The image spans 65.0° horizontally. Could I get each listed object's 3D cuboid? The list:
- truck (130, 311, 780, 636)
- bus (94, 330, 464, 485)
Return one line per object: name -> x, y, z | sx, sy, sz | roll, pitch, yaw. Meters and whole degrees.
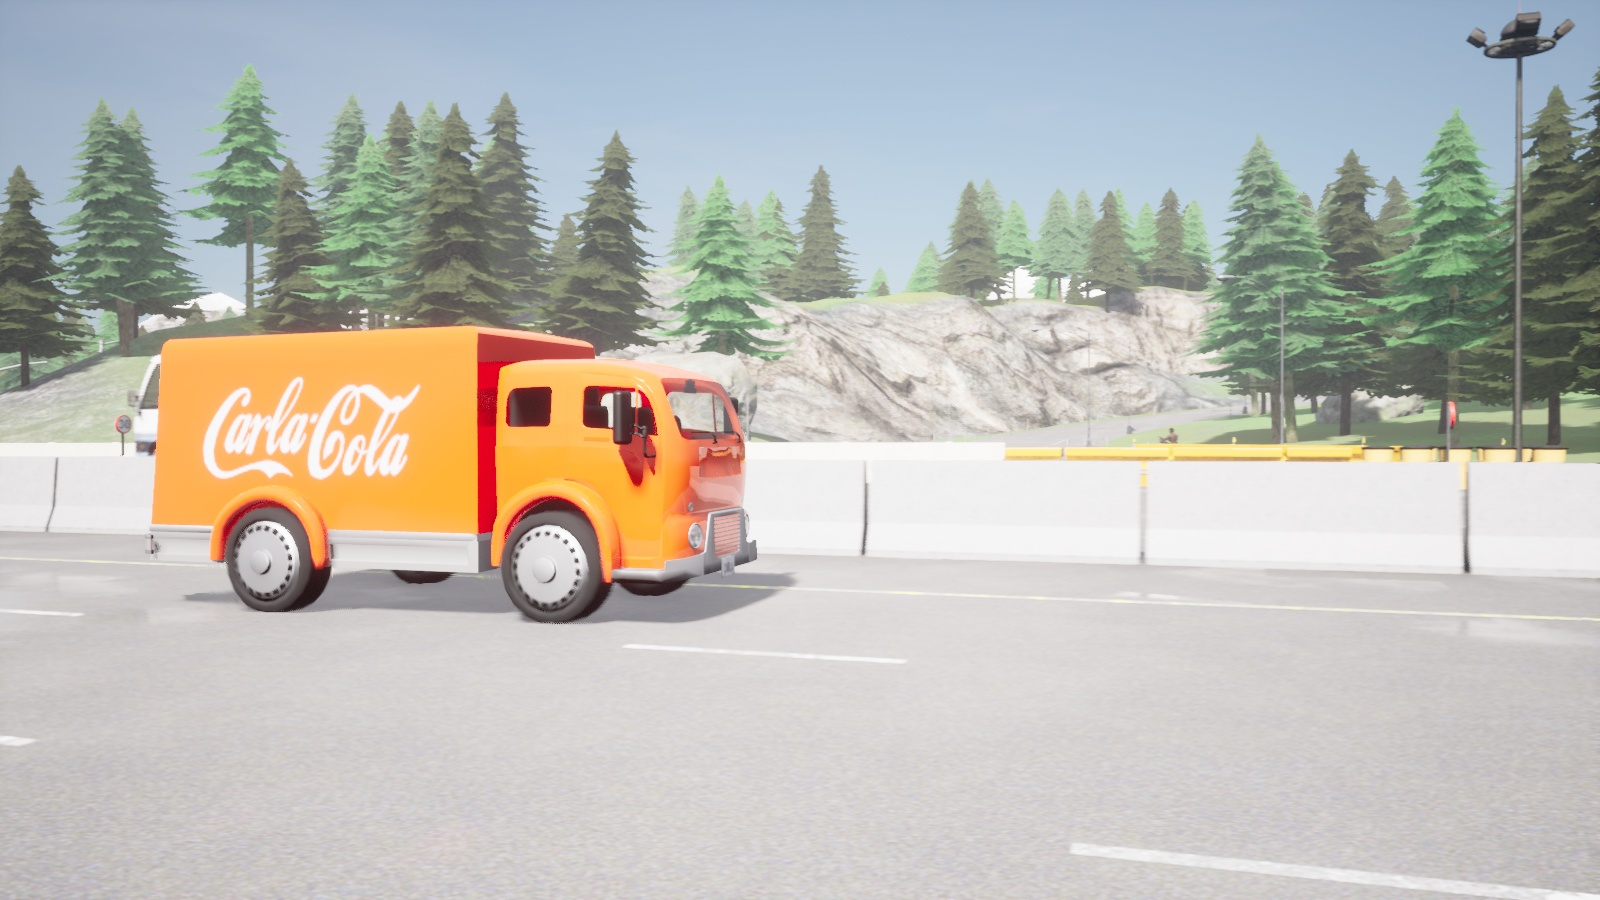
truck -> -3.083, 0.142, 11.608 | 5.204, 2.467, 2.627 | 1, 1, 19
bus -> -15.738, -1.218, 38.007 | 10.273, 4.253, 3.944 | 0, 1, 19
